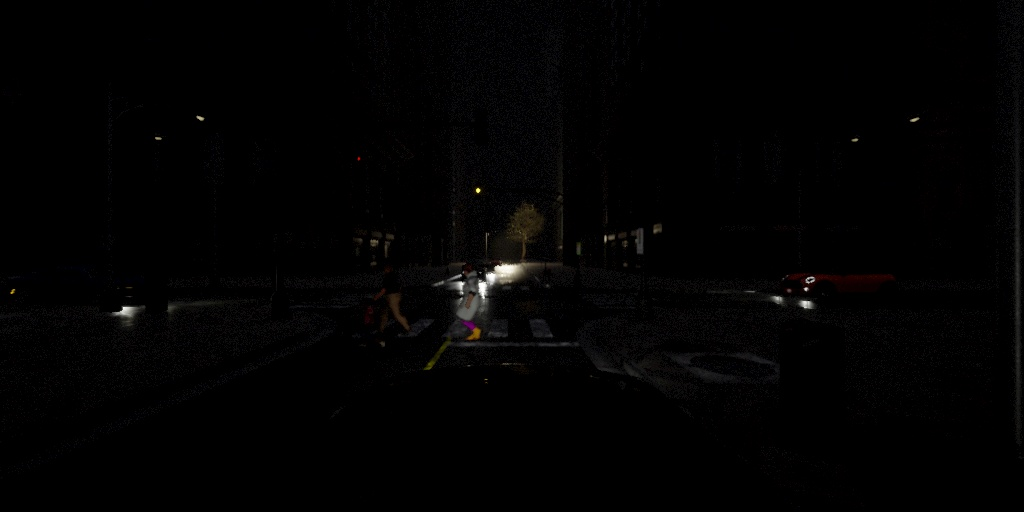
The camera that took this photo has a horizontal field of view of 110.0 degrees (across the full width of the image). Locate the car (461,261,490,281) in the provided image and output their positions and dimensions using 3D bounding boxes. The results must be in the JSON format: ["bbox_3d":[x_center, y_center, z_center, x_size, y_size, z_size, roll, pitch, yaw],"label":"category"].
[{"bbox_3d":[-3.043,1.222,29.696,1.837,1.490,4.892,0,0,-2],"label":"car"}]

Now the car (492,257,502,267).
[{"bbox_3d":[-2.872,1.061,64.182,2.097,1.767,4.553,0,0,0],"label":"car"}]

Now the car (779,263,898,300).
[{"bbox_3d":[15.891,1.136,17.630,4.553,1.767,2.097,0,0,0],"label":"car"}]

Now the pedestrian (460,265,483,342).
[{"bbox_3d":[-0.936,1.036,8.362,0.375,1.860,0.375,0,0,0],"label":"pedestrian"}]

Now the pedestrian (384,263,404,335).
[{"bbox_3d":[-3.006,1.035,8.963,0.375,1.860,0.375,0,0,0],"label":"pedestrian"}]

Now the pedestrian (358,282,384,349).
[{"bbox_3d":[-3.086,1.037,7.764,0.375,1.860,0.375,0,0,0],"label":"pedestrian"}]

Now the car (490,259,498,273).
[{"bbox_3d":[-3.012,1.309,43.402,1.895,1.301,4.718,0,0,0],"label":"car"}]

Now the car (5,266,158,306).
[{"bbox_3d":[-17.103,1.155,14.515,5.008,1.535,1.882,0,0,0],"label":"car"}]
